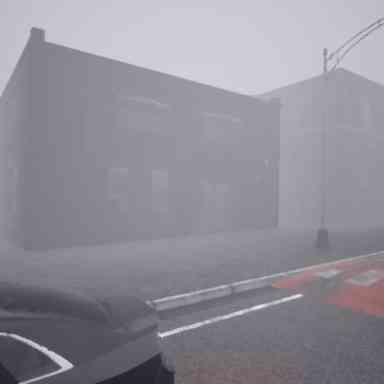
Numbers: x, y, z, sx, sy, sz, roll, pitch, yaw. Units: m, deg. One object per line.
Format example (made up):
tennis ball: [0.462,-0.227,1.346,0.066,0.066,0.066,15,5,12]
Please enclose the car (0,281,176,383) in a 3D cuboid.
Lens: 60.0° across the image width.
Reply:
car: [-2.416,1.500,1.958,4.892,1.490,1.837,-1,1,-35]
